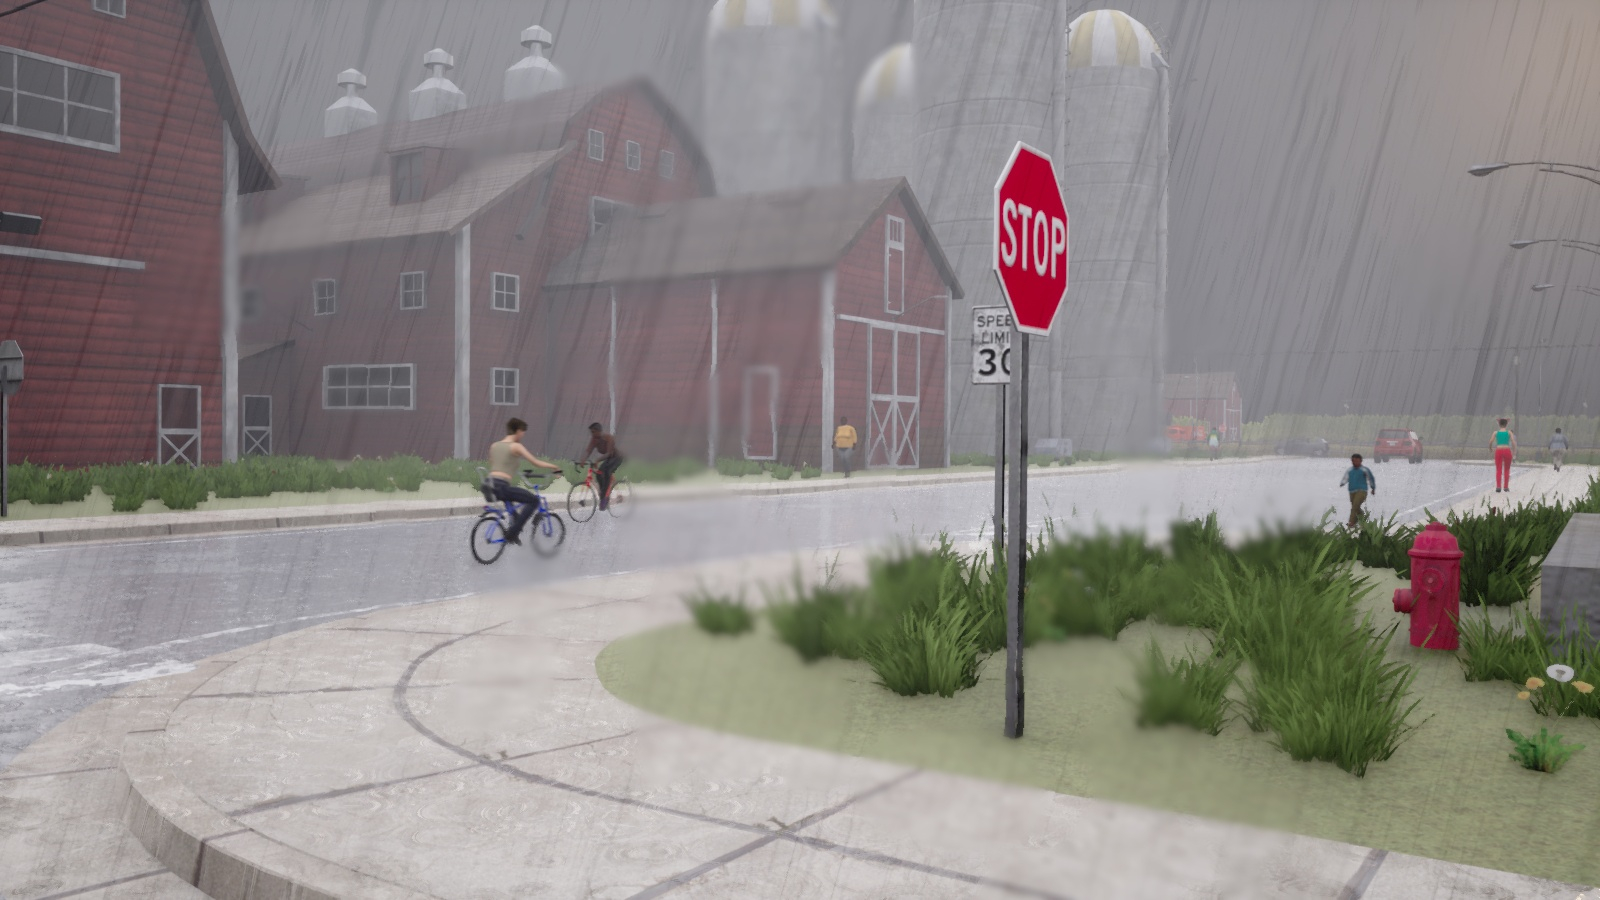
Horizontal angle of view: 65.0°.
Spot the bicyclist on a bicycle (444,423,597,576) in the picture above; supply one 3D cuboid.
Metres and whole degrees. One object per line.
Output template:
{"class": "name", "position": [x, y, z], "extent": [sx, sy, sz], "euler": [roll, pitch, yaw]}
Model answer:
{"class": "bicyclist on a bicycle", "position": [-3.100, 0.504, 14.043], "extent": [0.866, 1.612, 1.509], "euler": [0, 1, 31]}

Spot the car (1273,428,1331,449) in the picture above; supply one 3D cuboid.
{"class": "car", "position": [36.764, -0.844, 91.988], "extent": [3.633, 1.501, 1.845], "euler": [0, 1, 33]}

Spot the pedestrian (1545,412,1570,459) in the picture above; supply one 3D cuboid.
{"class": "pedestrian", "position": [30.878, -0.592, 51.190], "extent": [0.874, 1.855, 0.900], "euler": [0, 1, 30]}

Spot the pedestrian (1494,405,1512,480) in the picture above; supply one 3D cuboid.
{"class": "pedestrian", "position": [17.433, -0.196, 31.133], "extent": [0.345, 1.836, 0.594], "euler": [0, 1, 33]}

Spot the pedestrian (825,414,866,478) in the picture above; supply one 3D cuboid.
{"class": "pedestrian", "position": [1.337, -0.126, 36.664], "extent": [0.874, 1.855, 0.900], "euler": [0, 1, 30]}

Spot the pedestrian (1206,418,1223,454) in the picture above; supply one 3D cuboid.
{"class": "pedestrian", "position": [22.533, -0.749, 68.255], "extent": [0.659, 1.952, 0.873], "euler": [0, 1, 36]}

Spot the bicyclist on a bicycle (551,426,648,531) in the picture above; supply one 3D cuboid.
{"class": "bicyclist on a bicycle", "position": [-3.240, 0.434, 20.468], "extent": [0.582, 1.620, 1.656], "euler": [0, 1, 33]}

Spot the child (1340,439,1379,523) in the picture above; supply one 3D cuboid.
{"class": "child", "position": [8.119, 0.444, 18.234], "extent": [0.448, 1.192, 0.343], "euler": [-1, 1, -37]}

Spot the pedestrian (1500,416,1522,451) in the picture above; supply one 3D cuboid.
{"class": "pedestrian", "position": [38.748, -0.898, 68.405], "extent": [0.874, 1.855, 0.900], "euler": [0, 1, 18]}

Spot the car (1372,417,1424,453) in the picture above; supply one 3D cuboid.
{"class": "car", "position": [35.622, -0.893, 74.757], "extent": [2.150, 2.045, 5.566], "euler": [0, 1, 32]}
